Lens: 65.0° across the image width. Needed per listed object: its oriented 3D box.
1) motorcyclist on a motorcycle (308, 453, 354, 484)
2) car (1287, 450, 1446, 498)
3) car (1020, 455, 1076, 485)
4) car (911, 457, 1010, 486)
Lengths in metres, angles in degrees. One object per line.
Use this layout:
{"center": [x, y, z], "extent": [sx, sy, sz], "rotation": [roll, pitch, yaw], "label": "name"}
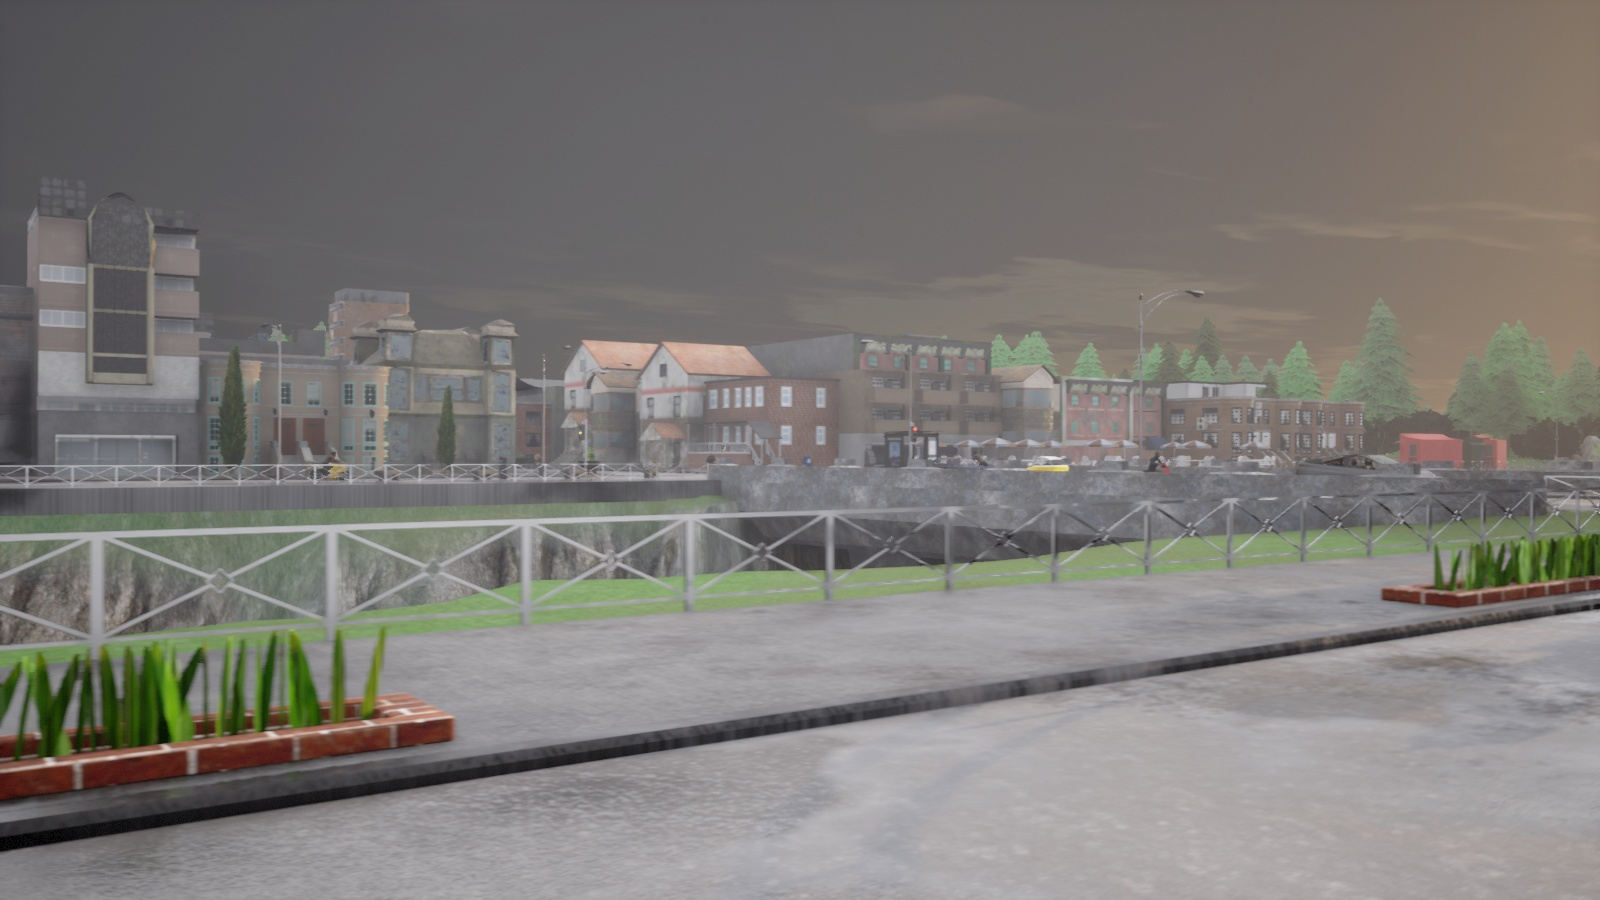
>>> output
{"center": [-23.549, 0.931, 63.076], "extent": [2.044, 1.523, 0.797], "rotation": [0, 0, -35], "label": "motorcyclist on a motorcycle"}
{"center": [19.035, 0.755, 42.369], "extent": [2.007, 1.525, 4.514], "rotation": [0, 0, -34], "label": "car"}
{"center": [11.772, 0.921, 59.725], "extent": [1.481, 1.376, 2.207], "rotation": [0, 0, -35], "label": "car"}
{"center": [7.472, 0.974, 58.899], "extent": [1.895, 1.301, 4.718], "rotation": [0, 0, -35], "label": "car"}
